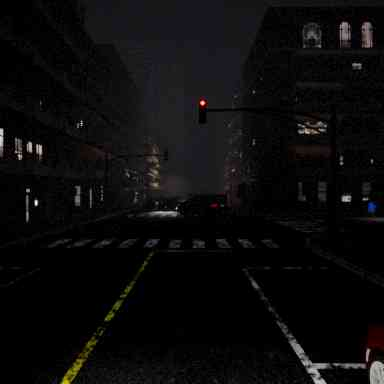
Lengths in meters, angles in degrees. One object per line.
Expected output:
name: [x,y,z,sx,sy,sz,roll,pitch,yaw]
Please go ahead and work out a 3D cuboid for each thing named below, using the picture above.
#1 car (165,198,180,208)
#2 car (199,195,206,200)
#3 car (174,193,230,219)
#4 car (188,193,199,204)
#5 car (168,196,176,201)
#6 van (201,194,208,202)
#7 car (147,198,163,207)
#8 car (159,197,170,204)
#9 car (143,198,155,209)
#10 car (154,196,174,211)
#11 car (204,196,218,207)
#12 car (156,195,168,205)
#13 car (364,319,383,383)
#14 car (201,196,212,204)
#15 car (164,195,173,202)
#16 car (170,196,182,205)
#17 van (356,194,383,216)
car: [-2.944,1.577,49.997,1.994,1.385,4.181,0,0,0]
car: [2.961,1.602,95.018,1.887,1.381,4.507,-1,0,0]
car: [1.025,1.227,29.545,2.150,2.045,5.566,-2,1,-34]
car: [0.300,1.248,67.427,2.150,2.045,5.566,0,0,0]
car: [-5.435,1.632,89.520,1.802,1.307,4.206,-1,0,0]
van: [2.911,1.379,78.434,1.690,1.788,3.998,-1,0,0]
car: [-5.549,1.580,50.824,1.947,1.339,4.313,0,0,0]
car: [-5.500,1.609,67.409,1.802,1.307,4.206,-1,0,0]
car: [-5.565,1.561,45.297,2.008,1.369,4.403,0,0,0]
car: [-2.978,1.571,40.047,1.994,1.385,4.181,0,0,1]
car: [2.830,1.454,50.795,1.967,1.590,4.097,-1,0,0]
car: [-5.518,1.462,61.881,1.967,1.590,4.097,-1,0,0]
car: [2.687,1.544,1.796,1.887,1.381,4.507,0,0,0]
car: [2.880,1.578,67.378,2.008,1.369,4.403,-1,0,0]
car: [-5.468,1.563,78.294,1.752,1.417,4.829,-1,0,0]
car: [-2.890,1.526,60.336,1.837,1.490,4.892,0,0,1]
van: [15.721,1.035,27.329,3.998,1.788,1.690,-1,1,-1]
